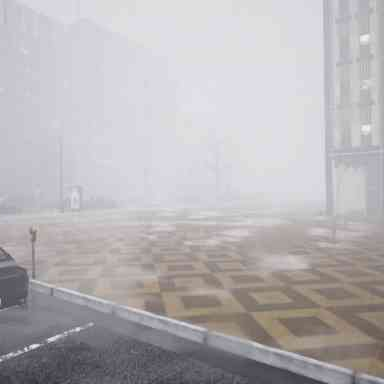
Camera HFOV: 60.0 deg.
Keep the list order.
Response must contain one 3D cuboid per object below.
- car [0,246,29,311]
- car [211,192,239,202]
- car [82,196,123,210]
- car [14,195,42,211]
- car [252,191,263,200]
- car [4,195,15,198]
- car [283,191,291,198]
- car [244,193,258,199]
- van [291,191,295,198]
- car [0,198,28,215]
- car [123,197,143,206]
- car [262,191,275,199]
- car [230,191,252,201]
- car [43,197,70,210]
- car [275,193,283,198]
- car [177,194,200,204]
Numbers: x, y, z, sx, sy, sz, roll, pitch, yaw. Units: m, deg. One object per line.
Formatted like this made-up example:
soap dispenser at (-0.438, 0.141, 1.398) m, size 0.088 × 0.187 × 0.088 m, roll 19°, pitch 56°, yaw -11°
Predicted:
car at (-4.945, 1.553, 6.570) m, size 4.403 × 1.369 × 2.008 m, roll 0°, pitch -1°, yaw 35°
car at (5.967, 1.093, 59.657) m, size 2.008 × 1.369 × 4.403 m, roll -1°, pitch 0°, yaw 36°
car at (-10.235, 1.186, 37.266) m, size 1.967 × 1.590 × 4.097 m, roll -1°, pitch 0°, yaw 36°
car at (-20.265, 1.228, 37.701) m, size 2.192 × 1.841 × 5.009 m, roll -1°, pitch 0°, yaw 36°
car at (12.447, 1.046, 68.613) m, size 1.802 × 1.307 × 4.206 m, roll -1°, pitch 0°, yaw 36°
car at (-20.675, 1.385, 32.710) m, size 1.882 × 1.535 × 5.008 m, roll -1°, pitch 0°, yaw 37°
car at (22.168, 0.932, 82.048) m, size 1.802 × 1.307 × 4.206 m, roll -1°, pitch 0°, yaw 36°
car at (15.380, 1.040, 86.961) m, size 1.947 × 1.339 × 4.313 m, roll -1°, pitch 0°, yaw 36°
van at (25.406, 0.654, 86.526) m, size 1.690 × 1.788 × 3.998 m, roll -1°, pitch 0°, yaw 36°
car at (-16.714, 1.413, 28.309) m, size 1.802 × 1.307 × 4.206 m, roll -1°, pitch 0°, yaw 36°
car at (-9.405, 1.361, 48.290) m, size 1.895 × 1.301 × 4.718 m, roll -1°, pitch 0°, yaw 36°
car at (15.685, 0.740, 73.091) m, size 2.192 × 1.841 × 5.009 m, roll -1°, pitch 0°, yaw 36°
car at (9.207, 1.048, 64.135) m, size 1.887 × 1.381 × 4.507 m, roll -1°, pitch 0°, yaw 36°
car at (-15.112, 1.360, 40.406) m, size 1.812 × 1.442 × 4.674 m, roll -1°, pitch 0°, yaw 36°
car at (18.927, 0.938, 77.569) m, size 2.008 × 1.369 × 4.403 m, roll -1°, pitch 0°, yaw 36°
car at (-0.515, 1.062, 50.700) m, size 1.967 × 1.590 × 4.097 m, roll -1°, pitch 0°, yaw 36°
